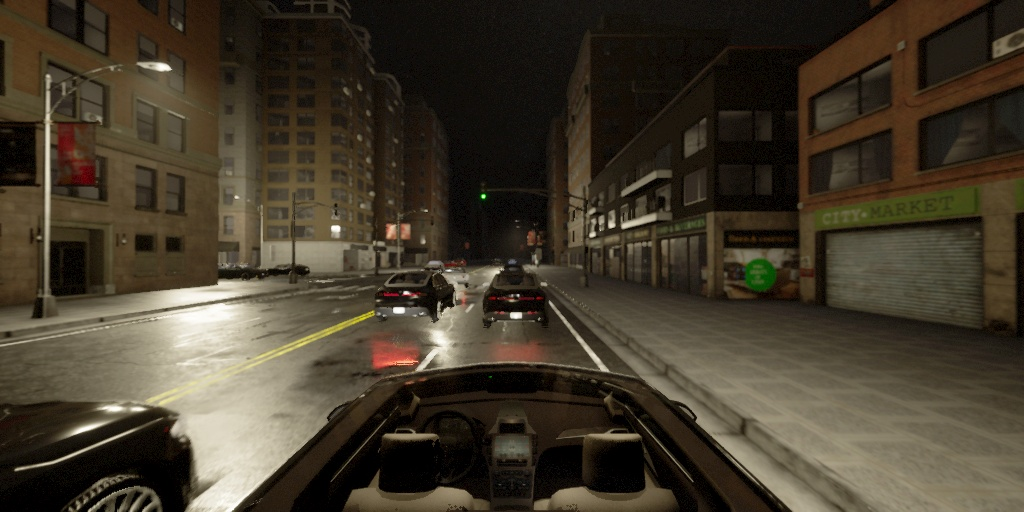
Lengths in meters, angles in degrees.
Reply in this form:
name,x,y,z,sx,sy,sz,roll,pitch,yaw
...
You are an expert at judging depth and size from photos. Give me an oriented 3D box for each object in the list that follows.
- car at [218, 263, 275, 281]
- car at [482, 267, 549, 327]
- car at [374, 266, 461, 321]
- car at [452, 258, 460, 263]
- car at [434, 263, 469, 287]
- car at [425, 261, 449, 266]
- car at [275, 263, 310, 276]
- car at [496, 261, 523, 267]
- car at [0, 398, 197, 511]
name,x,y,z,sx,sy,sz,roll,pitch,yaw
car,-22.537,1.326,29.626,4.181,1.385,1.994,0,0,0
car,0.104,1.260,11.472,1.837,1.490,4.892,0,0,0
car,-3.147,1.261,12.410,1.837,1.490,4.892,0,0,0
car,-9.817,1.398,55.574,1.895,1.301,4.718,0,0,0
car,-4.070,1.365,24.079,1.895,1.301,4.718,0,0,-14
car,-9.839,1.334,45.975,2.033,1.411,5.357,0,0,0
car,-22.142,1.360,35.106,4.313,1.339,1.948,0,0,0
car,0.079,1.289,23.317,1.812,1.442,4.674,0,0,0
car,-3.150,1.240,0.522,2.128,1.511,4.902,0,0,0
